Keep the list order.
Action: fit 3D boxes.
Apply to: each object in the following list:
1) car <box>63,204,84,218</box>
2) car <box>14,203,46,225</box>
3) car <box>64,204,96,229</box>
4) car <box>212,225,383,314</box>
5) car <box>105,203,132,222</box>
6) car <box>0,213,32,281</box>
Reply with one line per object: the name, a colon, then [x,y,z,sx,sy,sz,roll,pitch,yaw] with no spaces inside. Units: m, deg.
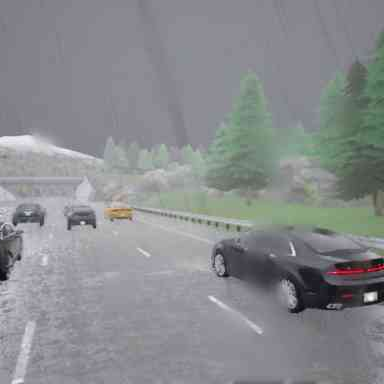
car: [-12.829,1.985,35.905,1.895,1.301,4.718,-1,0,-22]
car: [-12.783,1.671,26.336,2.097,1.767,4.553,-1,0,-22]
car: [-7.894,1.750,23.526,1.837,1.490,4.892,-1,0,-22]
car: [2.102,1.531,7.822,1.837,1.490,4.892,0,0,-21]
car: [-6.689,1.751,29.958,1.882,1.535,5.008,-1,0,-22]
car: [-6.232,1.627,9.880,2.128,1.511,4.902,-1,0,-22]
